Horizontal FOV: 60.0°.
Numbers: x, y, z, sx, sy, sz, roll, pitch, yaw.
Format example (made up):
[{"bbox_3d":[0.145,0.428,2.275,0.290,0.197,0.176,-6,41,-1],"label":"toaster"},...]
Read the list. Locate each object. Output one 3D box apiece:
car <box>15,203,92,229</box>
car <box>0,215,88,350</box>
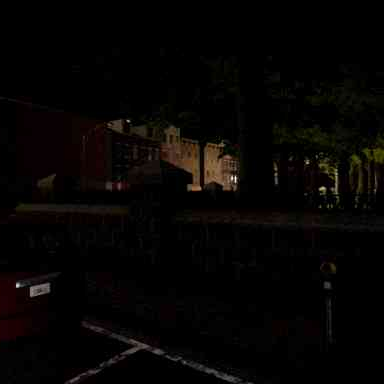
[{"bbox_3d":[-9.395,1.584,22.935,1.812,1.442,4.674,-1,-1,35],"label":"car"},{"bbox_3d":[-3.860,1.318,5.588,5.009,1.841,2.192,0,-1,36],"label":"car"}]
